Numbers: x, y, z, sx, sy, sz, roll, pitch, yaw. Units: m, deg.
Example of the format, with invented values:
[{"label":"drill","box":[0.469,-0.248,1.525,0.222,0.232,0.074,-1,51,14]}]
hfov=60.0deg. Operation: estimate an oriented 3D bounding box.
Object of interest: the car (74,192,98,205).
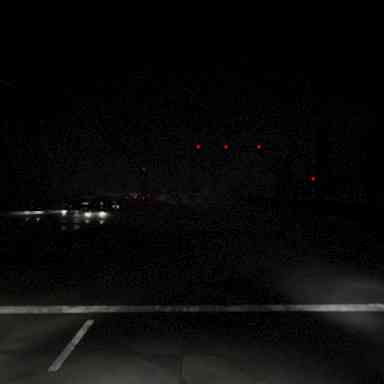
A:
[{"label":"car","box":[-17.538,1.064,55.503,2.150,2.045,5.566,0,0,0]}]

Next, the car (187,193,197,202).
[{"label":"car","box":[0.010,1.294,69.317,1.837,1.490,4.892,0,0,0]}]

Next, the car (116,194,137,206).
[{"label":"car","box":[-10.567,1.396,52.382,2.033,1.411,5.357,0,0,0]}]

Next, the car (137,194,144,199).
[{"label":"car","box":[-10.494,1.159,67.583,2.097,1.767,4.553,0,0,0]}]

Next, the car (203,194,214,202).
[{"label":"car","box":[3.510,1.333,69.317,2.033,1.411,5.357,0,0,0]}]

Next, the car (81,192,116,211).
[{"label":"car","box":[-10.585,1.243,37.934,2.097,1.767,4.553,0,0,0]}]

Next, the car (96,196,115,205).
[{"label":"car","box":[-14.055,1.407,54.554,1.994,1.385,4.181,0,0,0]}]

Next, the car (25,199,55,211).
[{"label":"car","box":[-17.583,1.450,38.630,1.994,1.385,4.181,0,0,0]}]

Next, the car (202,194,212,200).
[{"label":"car","box":[3.511,1.142,79.736,2.033,1.411,5.357,0,0,0]}]

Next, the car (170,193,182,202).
[{"label":"car","box":[-3.490,1.292,69.318,1.837,1.490,4.892,0,0,0]}]

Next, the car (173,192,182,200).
[{"label":"car","box":[-3.489,0.957,79.707,2.097,1.767,4.553,0,0,0]}]

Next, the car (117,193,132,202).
[{"label":"car","box":[-13.990,1.153,69.350,2.097,1.767,4.553,0,0,0]}]

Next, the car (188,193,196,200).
[{"label":"car","box":[0.011,1.080,79.737,1.882,1.535,5.008,0,0,0]}]

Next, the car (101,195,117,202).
[{"label":"car","box":[-17.490,1.331,70.382,2.033,1.411,5.357,0,0,0]}]

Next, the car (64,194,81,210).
[{"label":"car","box":[-14.078,1.385,41.008,1.837,1.490,4.892,0,0,0]}]
